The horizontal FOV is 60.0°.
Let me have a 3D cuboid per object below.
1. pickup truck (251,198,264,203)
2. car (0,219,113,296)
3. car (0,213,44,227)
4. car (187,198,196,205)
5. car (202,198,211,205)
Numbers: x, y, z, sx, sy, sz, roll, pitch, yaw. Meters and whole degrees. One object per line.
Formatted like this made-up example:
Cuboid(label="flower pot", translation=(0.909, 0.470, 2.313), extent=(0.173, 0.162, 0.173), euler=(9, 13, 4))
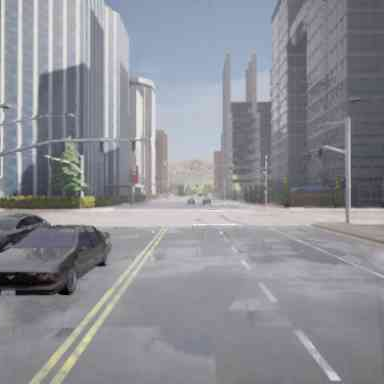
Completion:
Cuboid(label="pickup truck", translation=(16.460, 1.708, 81.097), extent=(2.390, 2.098, 6.274), euler=(0, -1, 30))
Cuboid(label="car", translation=(-3.595, 1.625, 9.189), extent=(2.033, 1.411, 5.357), euler=(0, 0, 0))
Cuboid(label="car", translation=(-7.080, 1.613, 12.828), extent=(1.837, 1.490, 4.892), euler=(0, 0, 0))
Cuboid(label="car", translation=(-0.149, 2.110, 75.051), extent=(2.033, 1.411, 5.357), euler=(0, 0, 0))
Cuboid(label="car", translation=(3.351, 2.046, 75.058), extent=(1.882, 1.535, 5.008), euler=(0, 0, 0))
